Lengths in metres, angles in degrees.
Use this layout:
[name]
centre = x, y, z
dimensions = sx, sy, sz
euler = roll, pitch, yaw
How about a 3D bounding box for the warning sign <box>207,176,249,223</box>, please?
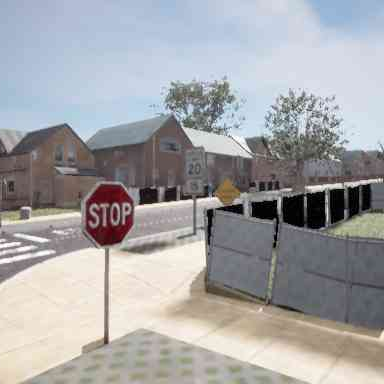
[warning sign]
centre = 1.505, 0.341, 13.981
dimensions = 1.300, 1.860, 1.060
euler = -4, -3, 41
